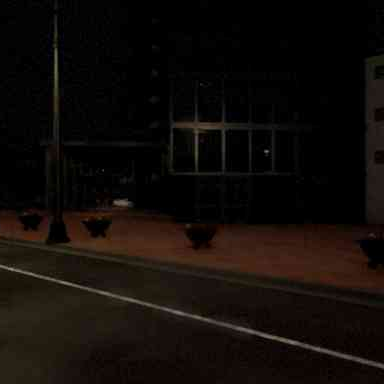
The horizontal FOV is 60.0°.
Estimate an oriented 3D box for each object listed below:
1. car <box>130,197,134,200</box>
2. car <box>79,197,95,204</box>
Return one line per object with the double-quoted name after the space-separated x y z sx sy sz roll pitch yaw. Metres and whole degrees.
-12.785 1.379 80.197 1.837 1.490 4.892 0 0 34 "car"
-21.718 1.673 67.140 1.882 1.535 5.008 0 0 34 "car"
